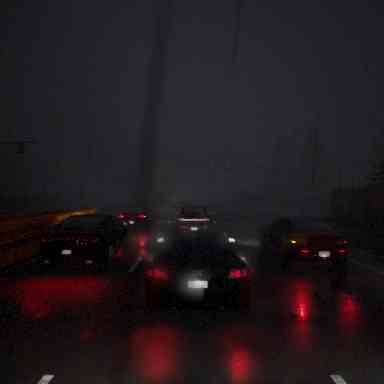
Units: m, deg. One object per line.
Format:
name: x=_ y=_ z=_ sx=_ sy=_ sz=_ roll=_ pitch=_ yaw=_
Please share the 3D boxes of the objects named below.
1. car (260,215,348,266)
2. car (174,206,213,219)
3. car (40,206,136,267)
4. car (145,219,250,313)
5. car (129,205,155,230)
car: x=3.598 y=1.526 z=11.366 sx=1.812 sy=1.442 sz=4.674 roll=0 pitch=0 yaw=0
car: x=0.099 y=1.492 z=17.697 sx=2.128 sy=1.511 sz=4.902 roll=0 pitch=0 yaw=0
car: x=-3.399 y=1.478 z=11.492 sx=1.882 sy=1.535 sz=5.008 roll=0 pitch=0 yaw=0
car: x=0.100 y=1.564 z=7.748 sx=1.994 sy=1.385 sz=4.181 roll=0 pitch=0 yaw=0
car: x=-3.419 y=1.526 z=20.950 sx=1.812 sy=1.442 sz=4.674 roll=0 pitch=0 yaw=0
